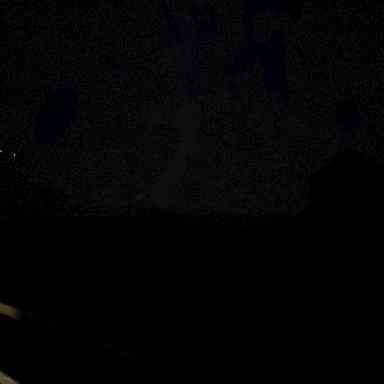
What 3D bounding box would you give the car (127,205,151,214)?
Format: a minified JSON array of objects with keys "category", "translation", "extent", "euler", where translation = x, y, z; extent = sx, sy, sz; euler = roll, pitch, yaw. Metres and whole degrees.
[{"category":"car","translation":[-9.569,3.162,60.350],"extent":[1.837,1.490,4.892],"euler":[0,-3,36]}]
